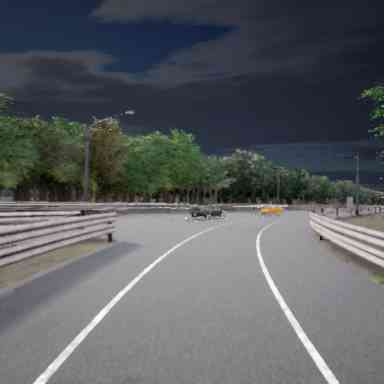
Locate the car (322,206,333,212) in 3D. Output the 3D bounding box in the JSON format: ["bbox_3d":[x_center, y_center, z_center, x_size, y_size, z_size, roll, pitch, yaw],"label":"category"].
[{"bbox_3d":[31.612,3.884,77.537,2.033,1.411,5.357,1,-2,35],"label":"car"}]

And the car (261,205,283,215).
[{"bbox_3d":[12.132,2.687,50.106,1.882,1.535,5.008,1,-2,35],"label":"car"}]

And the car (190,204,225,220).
[{"bbox_3d":[1.717,2.105,35.434,1.837,1.490,4.892,1,-2,35],"label":"car"}]
